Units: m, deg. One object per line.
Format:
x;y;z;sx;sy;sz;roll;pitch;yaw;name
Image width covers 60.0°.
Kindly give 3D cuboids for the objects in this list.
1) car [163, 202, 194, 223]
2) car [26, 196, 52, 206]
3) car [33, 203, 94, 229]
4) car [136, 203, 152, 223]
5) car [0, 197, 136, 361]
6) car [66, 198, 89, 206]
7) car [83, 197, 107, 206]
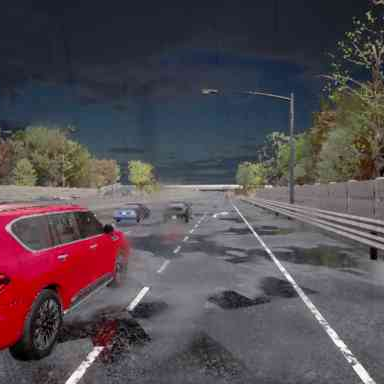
-1.018;1.507;25.860;1.837;1.490;4.892;0;0;5;car
-26.342;1.527;57.368;1.837;1.490;4.892;0;0;6;car
-8.383;1.503;22.278;1.837;1.490;4.892;0;-1;5;car
-4.529;1.548;25.914;2.033;1.411;5.357;0;0;5;car
-2.871;1.220;6.137;2.150;2.045;5.566;0;0;5;car
-19.413;1.623;56.489;1.895;1.301;4.718;0;0;6;car
-16.027;1.568;55.229;2.033;1.411;5.357;0;0;5;car
